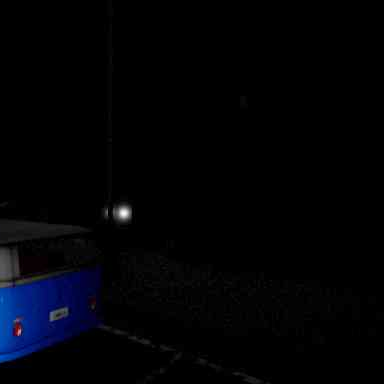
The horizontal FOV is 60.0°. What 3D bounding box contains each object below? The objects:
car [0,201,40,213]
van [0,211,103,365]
[{"bbox_3d":[-15.435,1.517,28.523,1.812,1.442,4.674,0,0,33],"label":"car"},{"bbox_3d":[-3.224,1.341,5.377,3.998,1.788,1.690,0,0,36],"label":"van"}]
